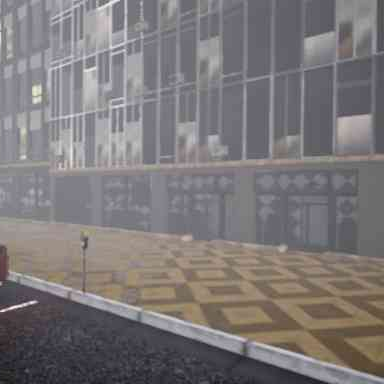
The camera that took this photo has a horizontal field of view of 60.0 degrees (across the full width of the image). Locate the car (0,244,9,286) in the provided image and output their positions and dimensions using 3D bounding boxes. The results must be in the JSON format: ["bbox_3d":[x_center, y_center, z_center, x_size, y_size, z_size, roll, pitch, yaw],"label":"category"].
[{"bbox_3d":[-6.179,1.420,7.663,5.008,1.535,1.882,0,0,36],"label":"car"}]
